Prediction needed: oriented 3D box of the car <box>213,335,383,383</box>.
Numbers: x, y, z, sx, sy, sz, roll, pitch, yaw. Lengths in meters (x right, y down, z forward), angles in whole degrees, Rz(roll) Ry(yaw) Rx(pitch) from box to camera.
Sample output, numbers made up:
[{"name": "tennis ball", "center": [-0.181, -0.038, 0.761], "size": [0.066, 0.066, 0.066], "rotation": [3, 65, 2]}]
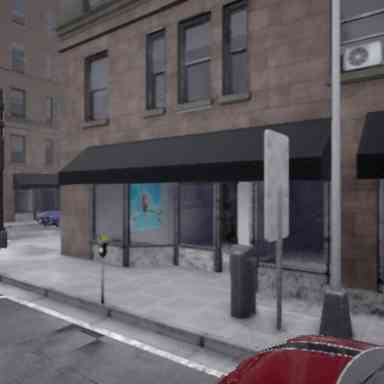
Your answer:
[{"name": "car", "center": [1.777, 1.441, 1.542], "size": [4.097, 1.590, 1.967], "rotation": [0, 0, 35]}]

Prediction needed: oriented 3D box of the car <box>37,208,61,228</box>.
[{"name": "car", "center": [-8.062, 1.559, 22.955], "size": [1.882, 1.535, 5.008], "rotation": [0, 0, 37]}]
